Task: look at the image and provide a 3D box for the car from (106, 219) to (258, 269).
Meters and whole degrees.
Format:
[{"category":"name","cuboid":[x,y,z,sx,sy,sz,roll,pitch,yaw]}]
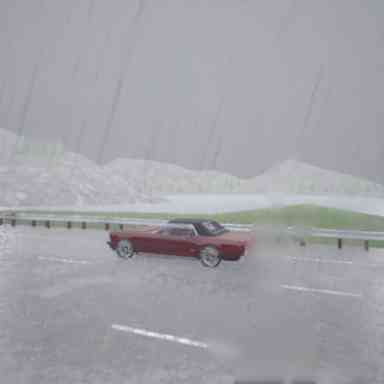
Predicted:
[{"category":"car","cuboid":[-0.376,1.516,10.790,4.718,1.301,1.895,1,0,23]}]
